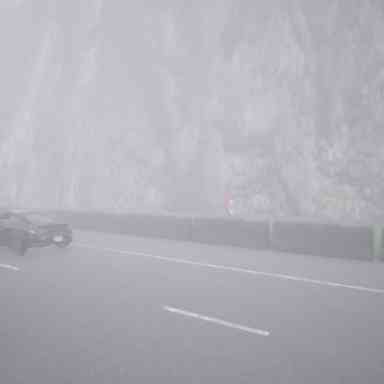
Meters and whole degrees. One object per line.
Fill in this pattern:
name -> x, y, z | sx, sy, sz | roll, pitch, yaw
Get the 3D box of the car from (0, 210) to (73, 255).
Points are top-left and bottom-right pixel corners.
car -> -6.428, 1.392, 12.596 | 4.674, 1.442, 1.812 | 1, 1, 35
